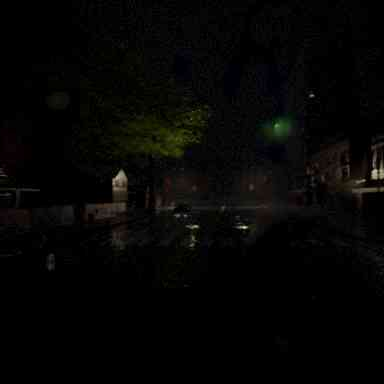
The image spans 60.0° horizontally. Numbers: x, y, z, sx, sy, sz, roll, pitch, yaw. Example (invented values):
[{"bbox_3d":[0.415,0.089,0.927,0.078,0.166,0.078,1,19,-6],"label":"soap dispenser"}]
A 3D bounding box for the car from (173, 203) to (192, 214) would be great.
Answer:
[{"bbox_3d":[-1.207,2.198,43.748,1.994,1.385,4.181,-1,0,7],"label":"car"}]

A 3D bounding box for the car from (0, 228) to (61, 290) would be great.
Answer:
[{"bbox_3d":[-5.236,1.760,8.598,1.837,1.490,4.892,-1,-1,7],"label":"car"}]
